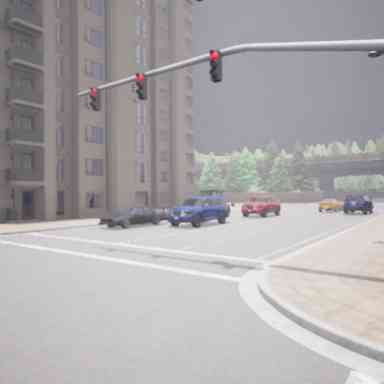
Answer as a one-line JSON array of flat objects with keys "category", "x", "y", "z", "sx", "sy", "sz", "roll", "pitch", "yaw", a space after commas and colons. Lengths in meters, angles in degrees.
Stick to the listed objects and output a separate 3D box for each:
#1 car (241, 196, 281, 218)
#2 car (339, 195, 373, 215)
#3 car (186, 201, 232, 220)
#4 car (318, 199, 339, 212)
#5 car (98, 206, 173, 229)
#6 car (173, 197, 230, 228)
[{"category": "car", "x": 6.898, "y": 1.378, "z": 32.806, "sx": 2.150, "sy": 2.045, "sz": 5.566, "roll": -1, "pitch": 0, "yaw": 36}, {"category": "car", "x": 17.738, "y": 1.294, "z": 35.495, "sx": 2.150, "sy": 2.045, "sz": 5.566, "roll": -1, "pitch": 0, "yaw": 36}, {"category": "car", "x": 1.741, "y": 1.676, "z": 31.681, "sx": 1.882, "sy": 1.535, "sz": 5.008, "roll": -1, "pitch": 0, "yaw": 36}, {"category": "car", "x": 16.626, "y": 1.591, "z": 39.921, "sx": 1.882, "sy": 1.535, "sz": 5.008, "roll": -1, "pitch": 0, "yaw": 35}, {"category": "car", "x": -4.044, "y": 1.746, "z": 23.759, "sx": 2.033, "sy": 1.411, "sz": 5.357, "roll": -1, "pitch": 0, "yaw": 36}, {"category": "car", "x": 0.573, "y": 1.379, "z": 24.157, "sx": 2.150, "sy": 2.045, "sz": 5.566, "roll": -1, "pitch": 0, "yaw": 36}]
